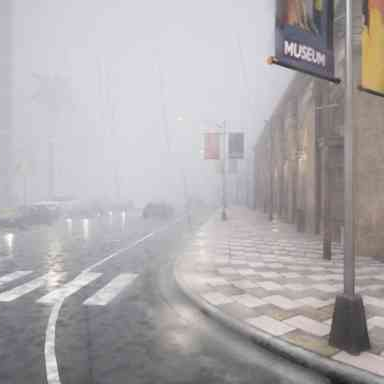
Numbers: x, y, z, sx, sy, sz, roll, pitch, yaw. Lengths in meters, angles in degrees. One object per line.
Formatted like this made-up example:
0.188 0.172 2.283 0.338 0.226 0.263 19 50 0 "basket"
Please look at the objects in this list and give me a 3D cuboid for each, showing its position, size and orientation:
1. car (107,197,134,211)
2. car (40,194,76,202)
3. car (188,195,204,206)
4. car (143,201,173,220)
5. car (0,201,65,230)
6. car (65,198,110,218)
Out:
-8.441 1.566 40.723 1.812 1.442 4.674 0 0 7 "car"
-13.010 1.256 32.046 2.150 2.045 5.566 0 0 7 "car"
0.711 1.390 55.715 2.097 1.767 4.553 0 0 13 "car"
-2.795 1.530 28.105 2.128 1.511 4.902 0 0 7 "car"
-10.670 1.571 21.535 2.033 1.411 5.357 0 0 6 "car"
-9.615 1.558 30.904 1.812 1.442 4.674 0 0 7 "car"
